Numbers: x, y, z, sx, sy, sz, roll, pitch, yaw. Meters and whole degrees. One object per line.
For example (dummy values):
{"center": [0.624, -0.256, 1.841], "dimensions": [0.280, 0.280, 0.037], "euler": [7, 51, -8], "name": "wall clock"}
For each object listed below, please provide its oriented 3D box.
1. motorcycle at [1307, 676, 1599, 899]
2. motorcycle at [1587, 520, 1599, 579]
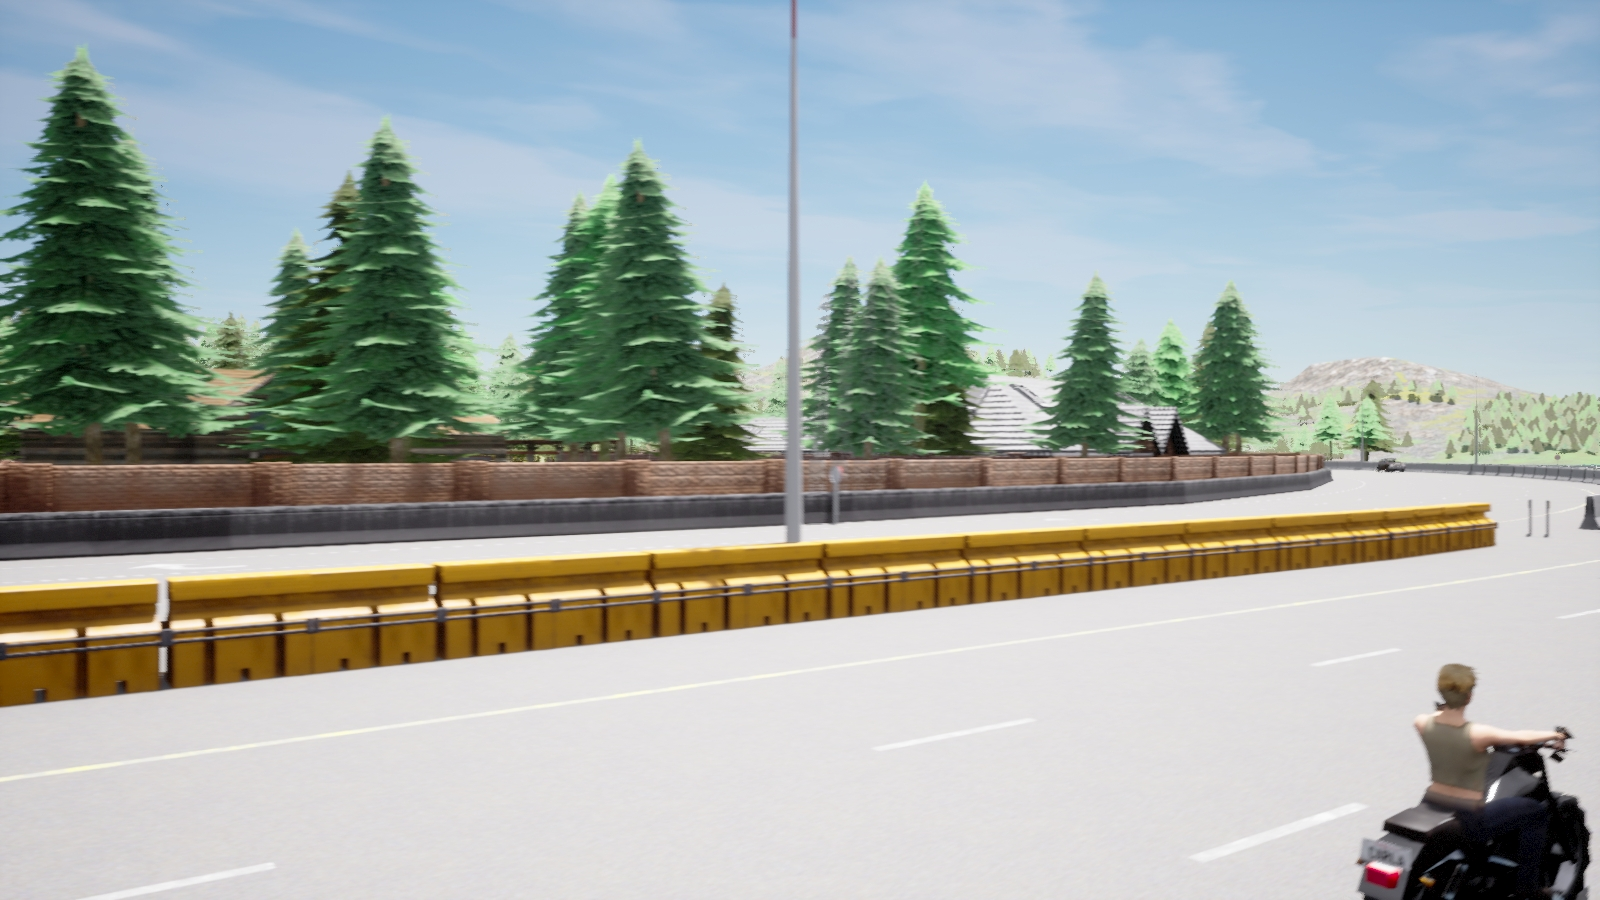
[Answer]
{"center": [3.921, 2.145, 6.529], "dimensions": [2.356, 1.325, 0.764], "euler": [0, 0, -35], "name": "motorcycle"}
{"center": [18.523, 2.205, 25.555], "dimensions": [2.209, 1.251, 0.867], "euler": [0, 0, -37], "name": "motorcycle"}
